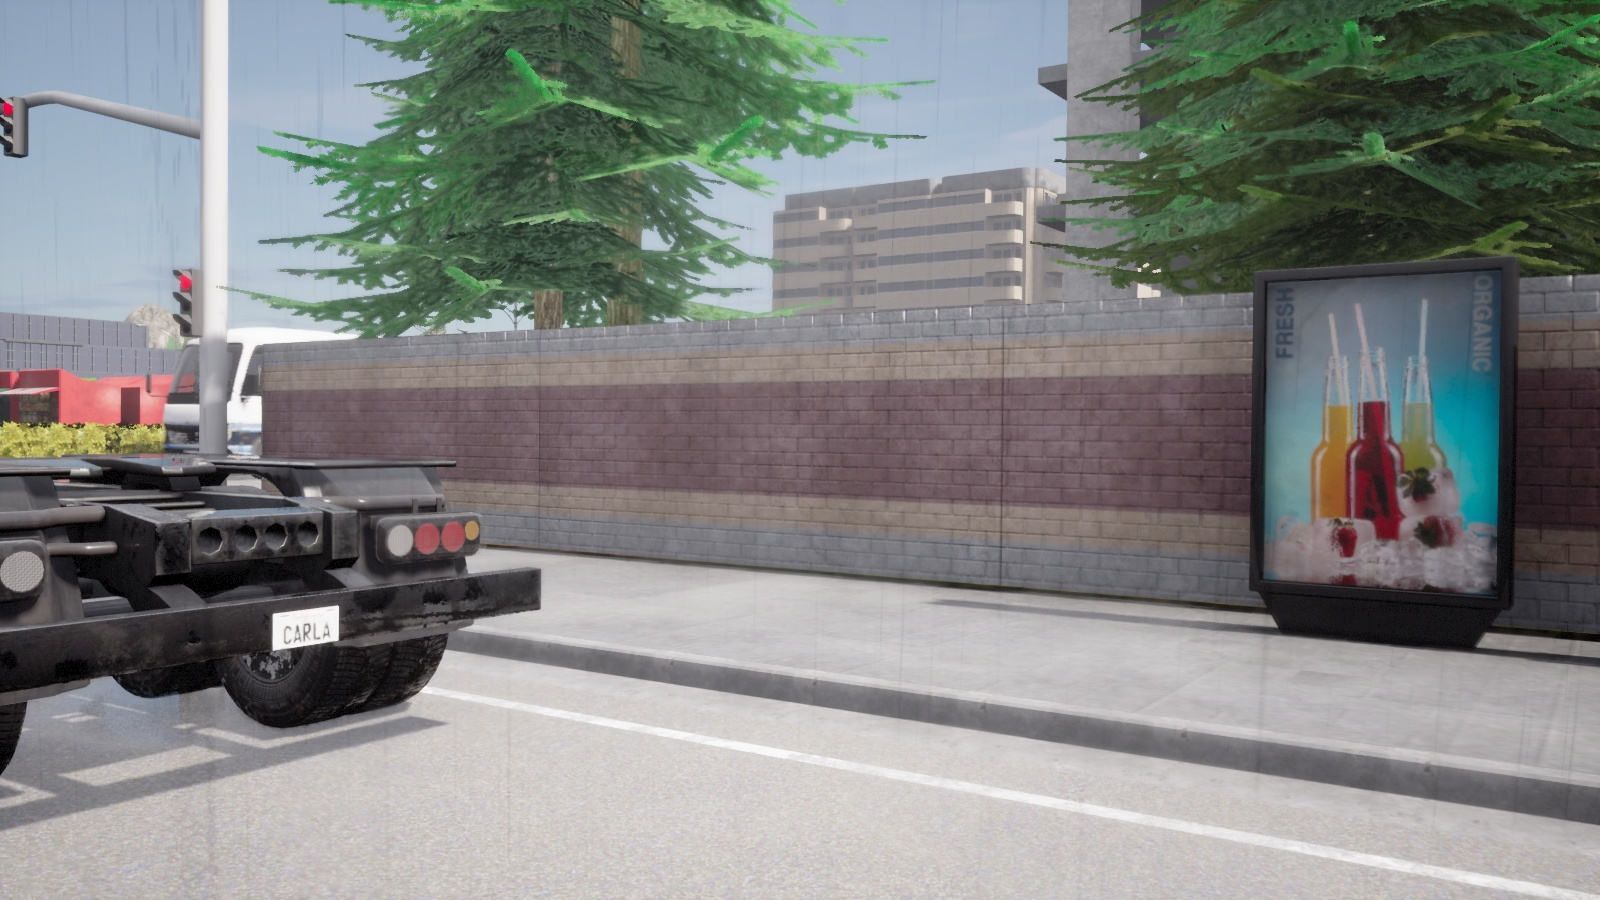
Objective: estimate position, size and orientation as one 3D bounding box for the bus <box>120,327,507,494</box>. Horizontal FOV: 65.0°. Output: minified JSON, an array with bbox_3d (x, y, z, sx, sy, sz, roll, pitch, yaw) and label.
[{"bbox_3d":[-13.947,-1.083,37.269,3.944,4.253,10.273,0,1,33],"label":"bus"}]

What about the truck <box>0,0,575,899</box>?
[{"bbox_3d":[-5.216,-0.300,7.067,7.936,3.462,2.891,0,1,34],"label":"truck"}]
